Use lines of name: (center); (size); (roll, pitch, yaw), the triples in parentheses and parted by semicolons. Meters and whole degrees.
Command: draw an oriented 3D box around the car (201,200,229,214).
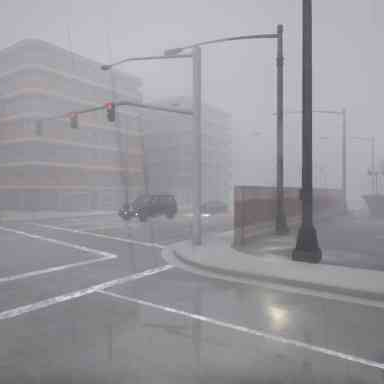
car: (2.216, 1.564, 35.518); (1.994, 1.385, 4.181); (0, 0, 35)

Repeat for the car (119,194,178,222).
car: (-3.440, 1.221, 27.305); (2.150, 2.045, 5.566); (0, 0, 35)
